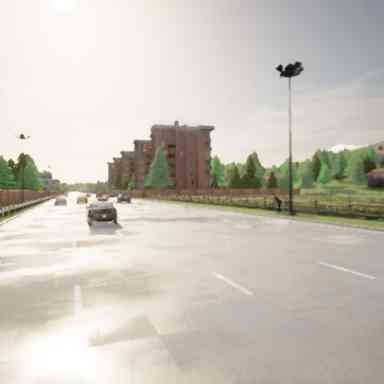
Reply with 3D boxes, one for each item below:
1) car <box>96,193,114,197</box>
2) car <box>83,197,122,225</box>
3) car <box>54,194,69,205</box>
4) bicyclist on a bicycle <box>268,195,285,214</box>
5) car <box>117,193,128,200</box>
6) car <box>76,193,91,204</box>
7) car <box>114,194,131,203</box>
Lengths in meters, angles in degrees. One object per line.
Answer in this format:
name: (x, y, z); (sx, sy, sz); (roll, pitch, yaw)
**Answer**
car: (-15.483, 1.363, 58.577); (2.033, 1.411, 5.357); (-1, 0, -20)
car: (-6.448, 1.405, 23.584); (1.882, 1.535, 5.008); (-1, 0, -20)
car: (-21.748, 1.417, 55.335); (1.812, 1.442, 4.674); (-1, 0, -20)
bicyclist on a bicycle: (7.220, 1.078, 28.359); (1.656, 1.620, 0.582); (-1, 0, -20)
car: (-17.874, 1.167, 85.333); (1.882, 1.535, 5.008); (-1, 0, -20)
car: (-19.956, 1.323, 60.599); (1.882, 1.535, 5.008); (-1, 0, -20)
car: (-12.332, 1.130, 60.141); (2.097, 1.767, 4.553); (-1, 0, -20)
